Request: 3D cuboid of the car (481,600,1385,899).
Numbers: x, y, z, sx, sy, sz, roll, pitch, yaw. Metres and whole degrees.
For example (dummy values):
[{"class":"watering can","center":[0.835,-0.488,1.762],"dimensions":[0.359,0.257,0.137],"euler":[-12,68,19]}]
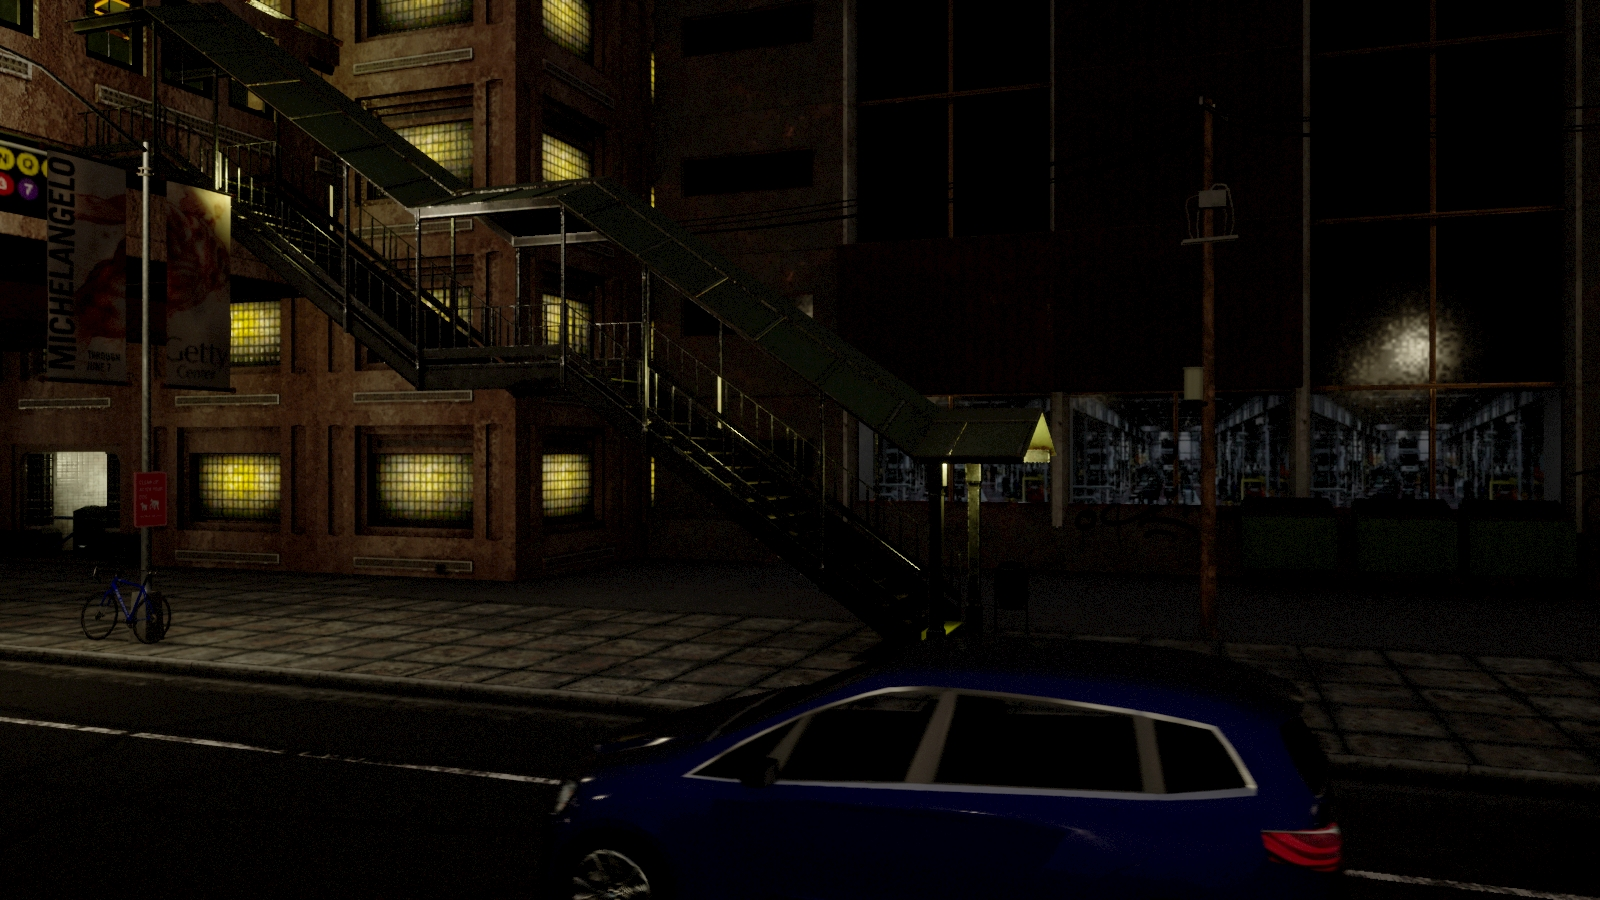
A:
[{"class":"car","center":[0.735,1.968,6.765],"dimensions":[4.611,1.667,2.242],"euler":[0,0,20]}]
